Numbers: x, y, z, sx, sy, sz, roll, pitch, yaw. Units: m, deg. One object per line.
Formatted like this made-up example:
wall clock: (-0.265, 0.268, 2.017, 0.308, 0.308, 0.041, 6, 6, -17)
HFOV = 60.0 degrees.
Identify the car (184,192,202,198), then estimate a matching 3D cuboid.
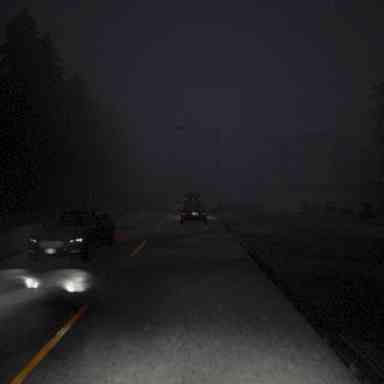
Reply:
car: (0.142, 0.979, 42.242, 2.150, 2.045, 5.566, 0, 0, 0)

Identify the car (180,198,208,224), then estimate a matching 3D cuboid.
car: (0.124, 1.412, 23.436, 2.033, 1.411, 5.357, 0, 0, 0)

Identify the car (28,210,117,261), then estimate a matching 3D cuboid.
car: (-4.057, 1.423, 12.002, 2.128, 1.511, 4.902, 0, 0, 0)
